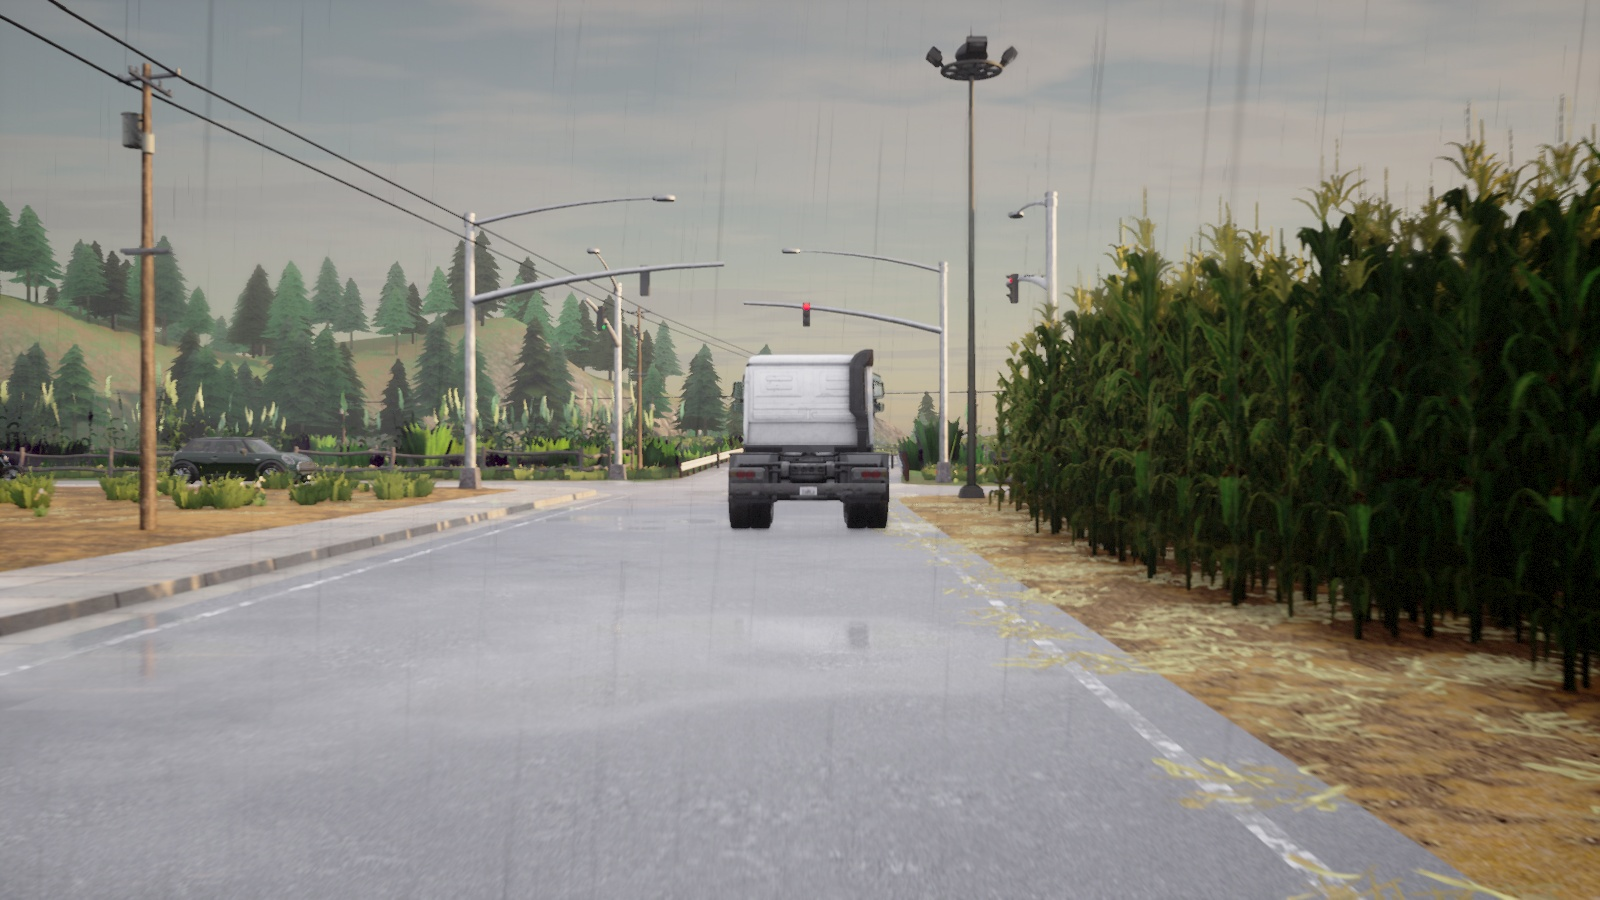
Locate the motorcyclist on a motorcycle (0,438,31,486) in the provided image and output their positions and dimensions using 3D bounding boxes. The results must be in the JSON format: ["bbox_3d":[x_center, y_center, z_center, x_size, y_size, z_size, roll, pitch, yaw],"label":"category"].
[{"bbox_3d":[-27.775,0.397,43.064,2.350,1.649,0.766,0,0,3],"label":"motorcyclist on a motorcycle"}]

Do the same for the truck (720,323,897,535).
[{"bbox_3d":[0.164,-0.373,24.484,2.891,3.462,7.936,0,0,0],"label":"truck"}]

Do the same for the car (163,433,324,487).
[{"bbox_3d":[-18.798,0.315,42.548,4.553,1.767,2.097,0,0,3],"label":"car"}]
